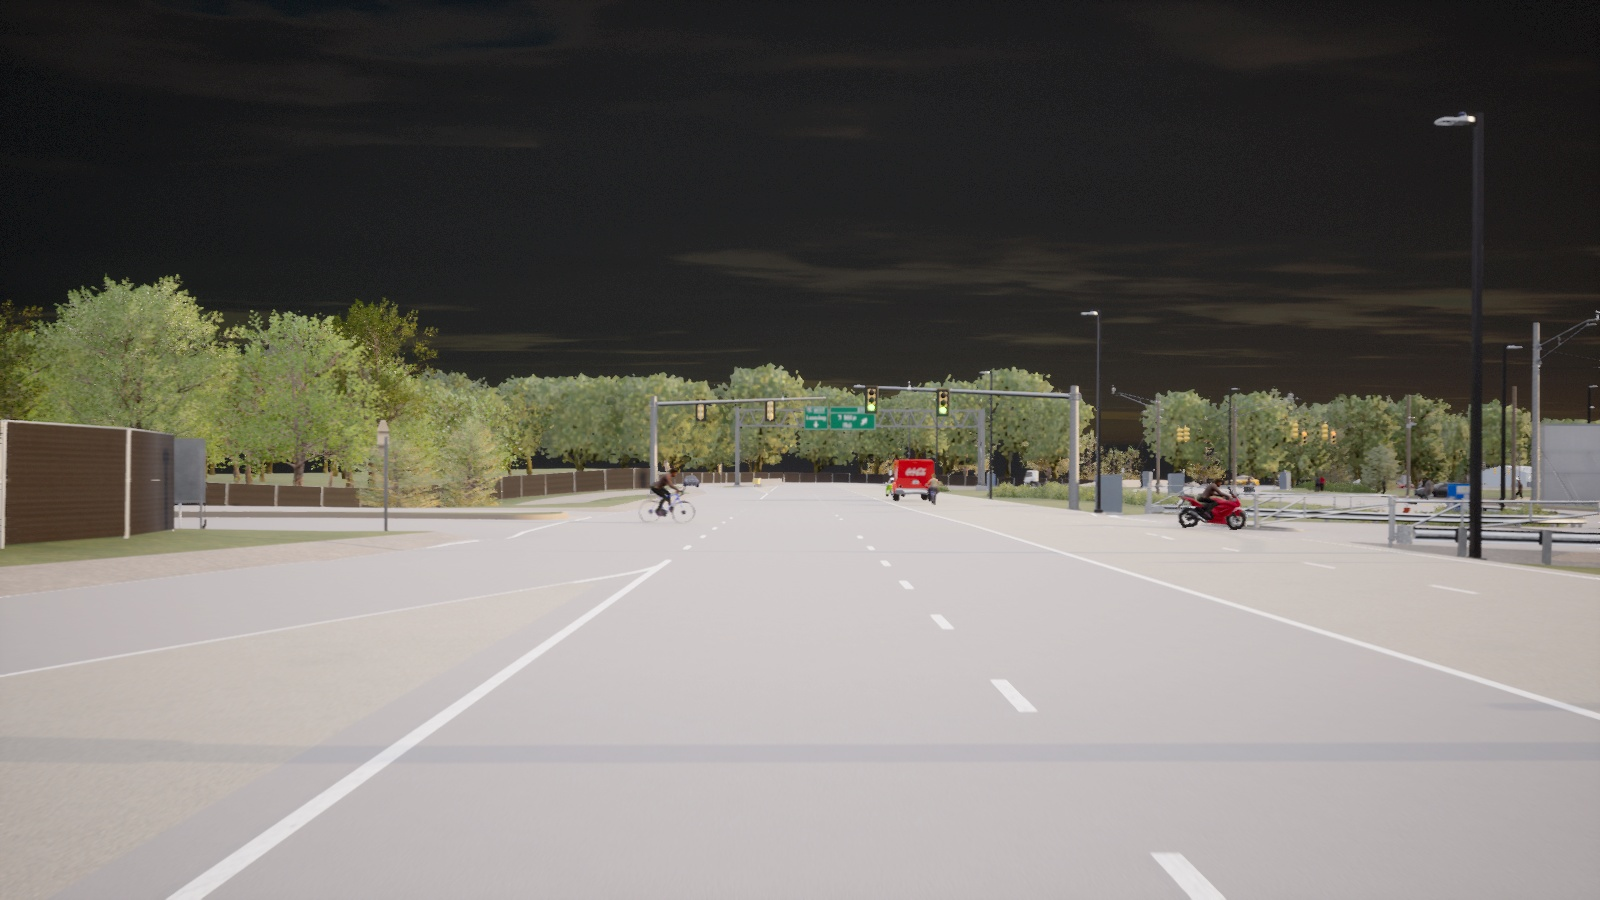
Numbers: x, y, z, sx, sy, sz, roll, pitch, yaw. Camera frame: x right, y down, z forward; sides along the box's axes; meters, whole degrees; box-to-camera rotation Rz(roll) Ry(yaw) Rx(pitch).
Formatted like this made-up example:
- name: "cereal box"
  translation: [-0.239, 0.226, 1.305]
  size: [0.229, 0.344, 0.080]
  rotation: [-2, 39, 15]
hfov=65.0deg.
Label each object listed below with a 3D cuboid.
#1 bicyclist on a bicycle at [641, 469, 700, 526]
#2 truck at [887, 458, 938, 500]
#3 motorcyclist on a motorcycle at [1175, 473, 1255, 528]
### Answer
- name: "bicyclist on a bicycle"
  translation: [-3.785, 1.382, 36.701]
  size: [1.656, 1.620, 0.582]
  rotation: [1, -1, 0]
- name: "truck"
  translation: [6.809, 1.778, 76.381]
  size: [2.627, 2.467, 5.204]
  rotation: [0, -1, 0]
- name: "motorcyclist on a motorcycle"
  translation: [12.131, 1.481, 36.758]
  size: [2.044, 1.523, 0.797]
  rotation: [2, -1, 0]
